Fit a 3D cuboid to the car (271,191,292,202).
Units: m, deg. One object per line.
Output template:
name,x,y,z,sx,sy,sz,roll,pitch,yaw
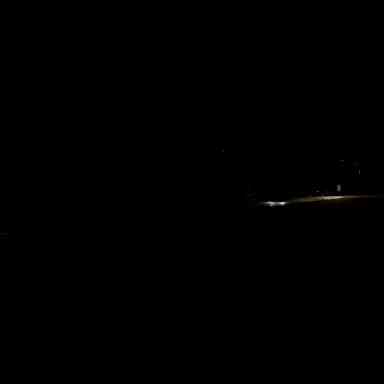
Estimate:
car,13.559,0.656,50.128,1.882,1.535,5.008,-2,0,35
